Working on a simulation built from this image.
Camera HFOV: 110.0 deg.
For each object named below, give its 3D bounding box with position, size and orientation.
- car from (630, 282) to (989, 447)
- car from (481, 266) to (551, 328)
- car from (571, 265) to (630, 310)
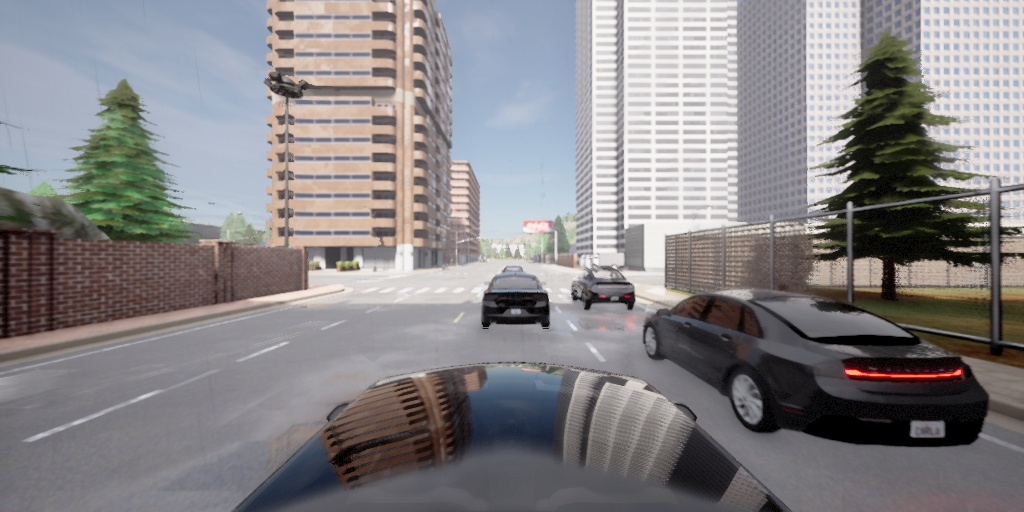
[{"bbox_3d":[3.605,1.268,5.539,1.837,1.490,4.892,0,0,0],"label":"car"},{"bbox_3d":[0.102,1.262,11.519,1.882,1.535,5.008,0,0,0],"label":"car"},{"bbox_3d":[3.623,1.288,14.930,2.128,1.511,4.902,0,0,1],"label":"car"}]
